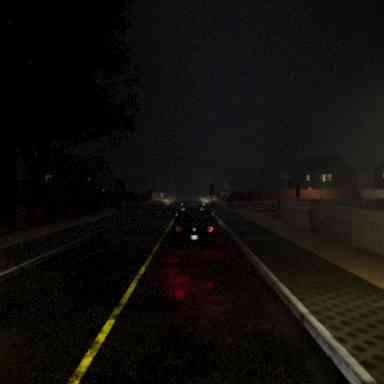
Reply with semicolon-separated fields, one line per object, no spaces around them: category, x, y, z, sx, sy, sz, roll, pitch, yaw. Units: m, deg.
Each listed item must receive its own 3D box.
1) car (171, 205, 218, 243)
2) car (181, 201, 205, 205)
car;0.097;1.481;15.285;1.895;1.301;4.718;0;0;0
car;0.061;1.373;26.066;1.994;1.385;4.181;0;0;1
